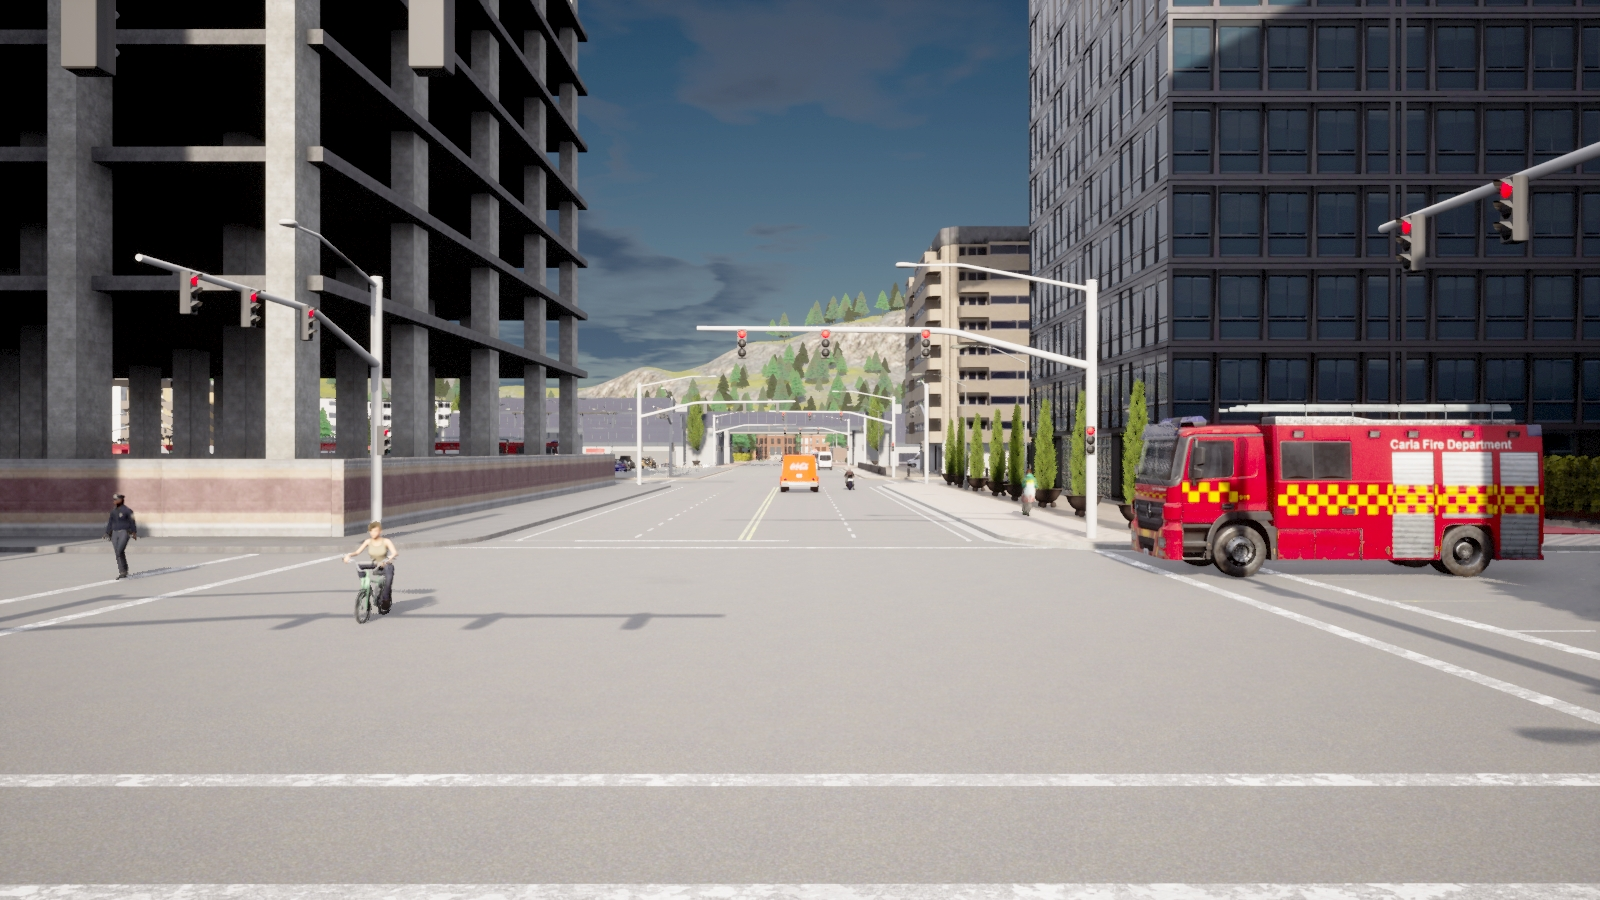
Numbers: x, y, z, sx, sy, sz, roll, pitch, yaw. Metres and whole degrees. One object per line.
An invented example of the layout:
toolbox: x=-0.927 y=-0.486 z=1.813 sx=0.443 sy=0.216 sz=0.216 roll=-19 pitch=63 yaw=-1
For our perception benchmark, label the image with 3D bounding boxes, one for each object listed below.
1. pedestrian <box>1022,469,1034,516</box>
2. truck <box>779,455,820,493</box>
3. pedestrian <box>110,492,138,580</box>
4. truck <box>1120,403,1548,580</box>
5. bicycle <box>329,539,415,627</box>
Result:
pedestrian: x=9.082 y=1.694 z=45.471 sx=0.375 sy=1.860 sz=0.375 roll=0 pitch=0 yaw=-1
truck: x=-0.023 y=1.564 z=76.782 sx=2.627 sy=2.467 sz=5.204 roll=0 pitch=0 yaw=0
pedestrian: x=-14.515 y=1.847 z=24.531 sx=0.375 sy=1.860 sz=0.375 roll=0 pitch=0 yaw=2
truck: x=11.970 y=0.889 z=26.163 sx=8.468 sy=3.827 sz=2.891 roll=0 pitch=0 yaw=-1
bicycle: x=-7.007 y=2.157 z=18.794 sx=0.859 sy=1.276 sz=1.487 roll=0 pitch=0 yaw=0
